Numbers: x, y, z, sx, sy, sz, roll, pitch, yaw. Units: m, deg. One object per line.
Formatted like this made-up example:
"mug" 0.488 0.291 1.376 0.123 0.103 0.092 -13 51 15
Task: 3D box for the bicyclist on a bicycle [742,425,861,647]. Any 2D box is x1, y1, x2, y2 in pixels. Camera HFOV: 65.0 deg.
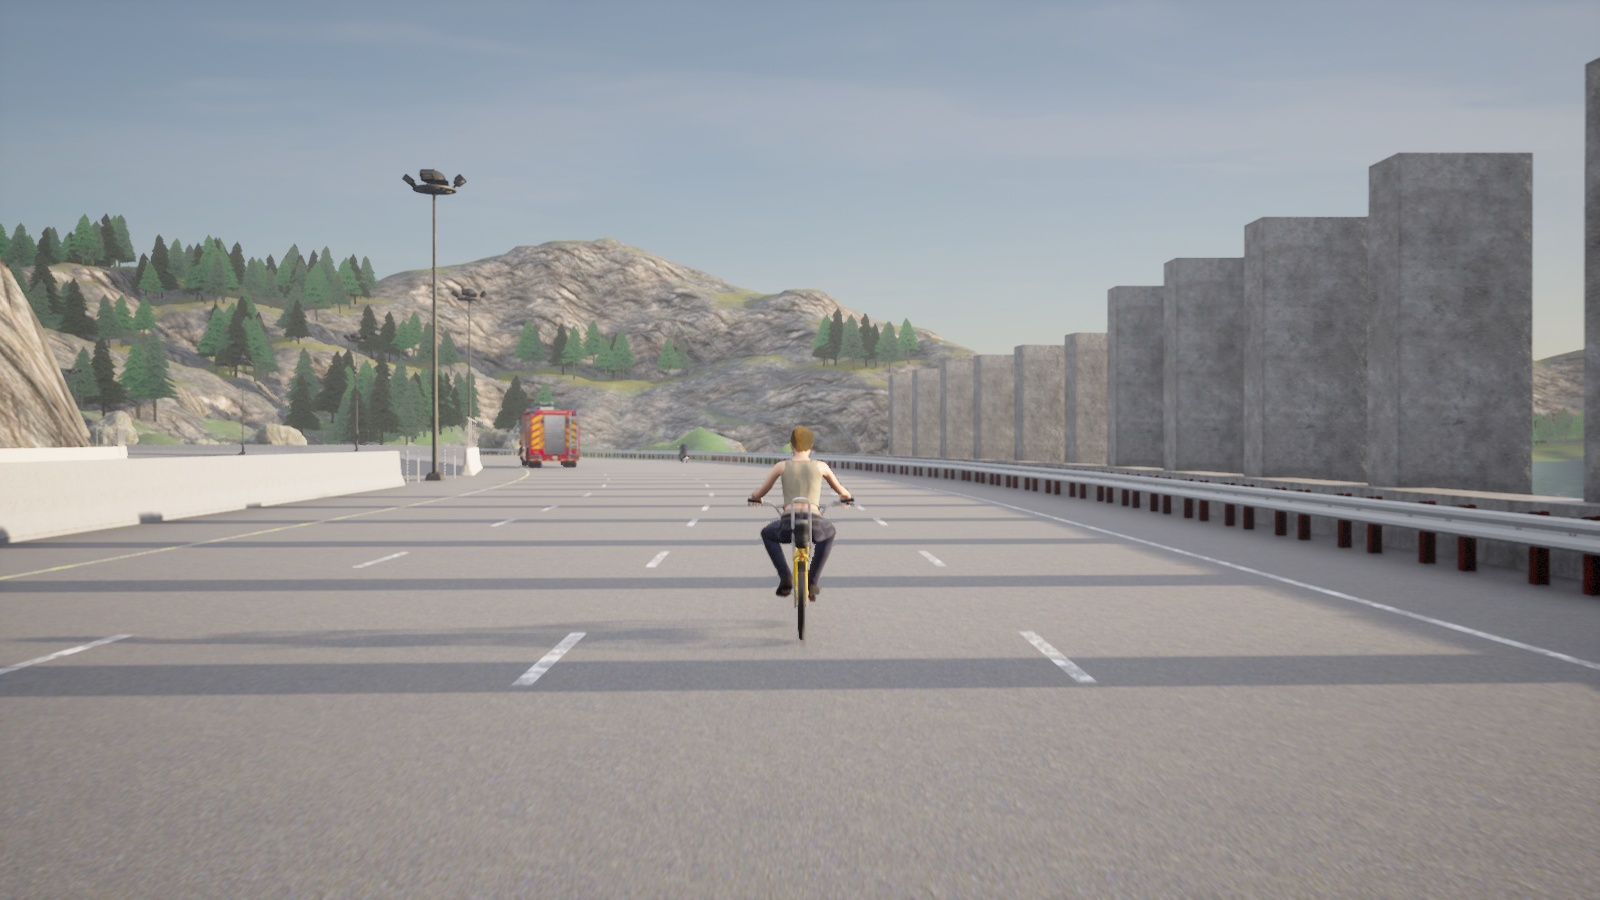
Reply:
"bicyclist on a bicycle" 0.008 0.622 9.871 0.866 1.612 1.509 0 0 0

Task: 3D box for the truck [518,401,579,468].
"truck" -15.350 -0.900 76.193 2.891 3.827 8.468 0 0 -17
